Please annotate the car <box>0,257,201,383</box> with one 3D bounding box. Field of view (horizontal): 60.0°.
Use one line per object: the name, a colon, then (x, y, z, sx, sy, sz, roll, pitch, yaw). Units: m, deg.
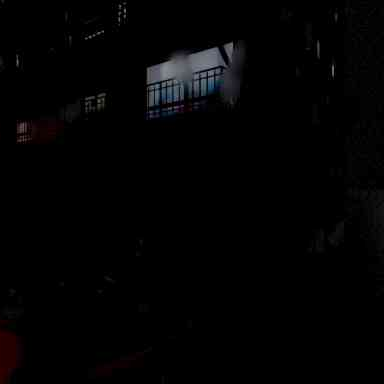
car: (-2.012, 1.545, 4.306, 4.507, 1.381, 1.887, 0, 0, 35)
